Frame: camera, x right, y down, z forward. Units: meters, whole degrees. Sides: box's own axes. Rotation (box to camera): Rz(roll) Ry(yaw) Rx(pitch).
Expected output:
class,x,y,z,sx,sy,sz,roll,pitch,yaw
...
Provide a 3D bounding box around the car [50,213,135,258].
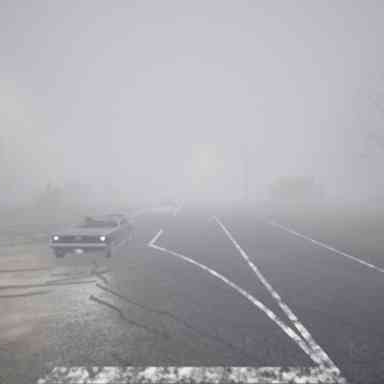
class,x,y,z,sx,sy,sz,roll,pitch,yaw
car,-3.442,1.493,12.367,1.895,1.301,4.718,0,0,0

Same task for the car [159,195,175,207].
class,x,y,z,sx,sy,sz,roll,pitch,yaw
car,-3.326,1.146,44.784,2.128,1.511,4.902,0,0,0
